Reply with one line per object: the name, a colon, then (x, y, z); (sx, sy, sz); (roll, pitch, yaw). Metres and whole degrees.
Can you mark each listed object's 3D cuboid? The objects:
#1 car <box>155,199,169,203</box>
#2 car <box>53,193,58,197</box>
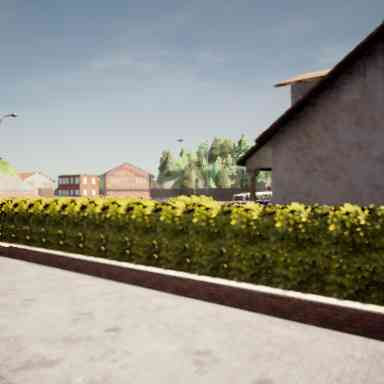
car: (-3.496, 1.572, 37.343); (2.128, 1.511, 4.902); (0, 0, 36)
car: (-27.450, 1.173, 65.816); (3.866, 1.878, 1.905); (0, 0, 35)
